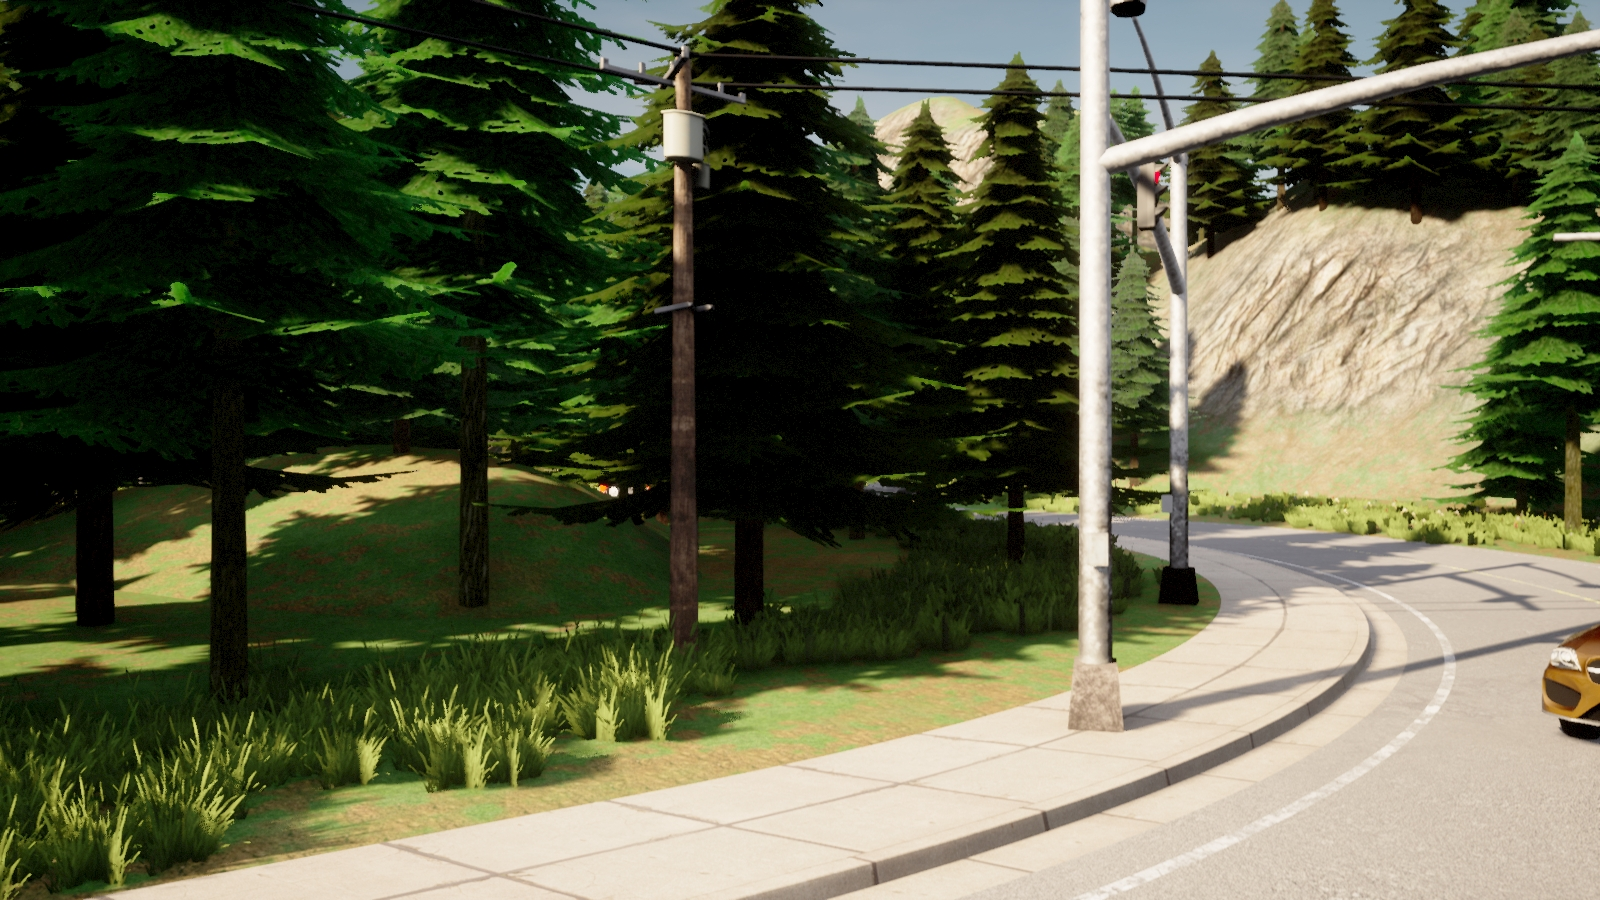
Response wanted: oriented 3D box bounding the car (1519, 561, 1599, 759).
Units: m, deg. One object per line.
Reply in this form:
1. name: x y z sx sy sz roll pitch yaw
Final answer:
1. car: 9.576 1.952 11.147 5.027 1.651 2.152 0 0 -29
